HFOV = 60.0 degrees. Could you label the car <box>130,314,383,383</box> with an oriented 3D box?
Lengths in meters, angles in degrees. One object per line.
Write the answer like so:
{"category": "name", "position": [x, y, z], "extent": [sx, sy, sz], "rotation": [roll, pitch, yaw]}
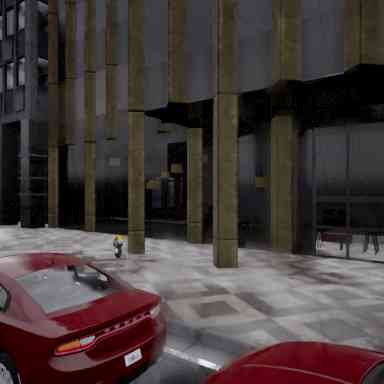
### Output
{"category": "car", "position": [2.016, 1.545, 1.525], "extent": [4.507, 1.381, 1.887], "rotation": [0, 0, 35]}

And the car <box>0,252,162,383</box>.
{"category": "car", "position": [-2.414, 1.545, 4.678], "extent": [4.507, 1.381, 1.887], "rotation": [0, 0, 35]}
